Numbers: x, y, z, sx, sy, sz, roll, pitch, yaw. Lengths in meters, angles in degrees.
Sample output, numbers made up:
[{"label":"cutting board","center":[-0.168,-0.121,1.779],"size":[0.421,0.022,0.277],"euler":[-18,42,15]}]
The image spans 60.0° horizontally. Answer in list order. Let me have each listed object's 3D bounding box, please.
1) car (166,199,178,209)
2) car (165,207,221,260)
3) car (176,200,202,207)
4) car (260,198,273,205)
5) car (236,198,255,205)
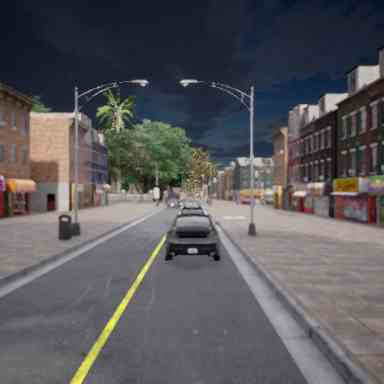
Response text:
[{"label":"car","center":[-2.849,1.763,50.800],"size":[2.128,1.511,4.902],"euler":[0,-1,0]},{"label":"car","center":[0.041,1.553,12.631],"size":[1.837,1.490,4.892],"euler":[0,0,0]},{"label":"car","center":[0.036,1.616,27.619],"size":[2.128,1.511,4.902],"euler":[0,0,0]},{"label":"car","center":[17.242,2.093,74.177],"size":[4.097,1.590,1.967],"euler":[1,0,0]},{"label":"car","center":[11.808,2.032,74.176],"size":[4.097,1.590,1.967],"euler":[1,0,0]}]
